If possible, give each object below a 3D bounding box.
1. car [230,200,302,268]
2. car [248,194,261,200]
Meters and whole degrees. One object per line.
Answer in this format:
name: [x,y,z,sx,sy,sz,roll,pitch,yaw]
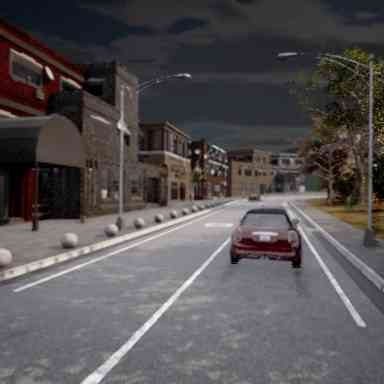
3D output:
car: [2.637,1.337,11.670,2.097,1.767,4.553,1,0,15]
car: [11.283,1.043,59.847,2.033,1.411,5.357,1,1,18]
